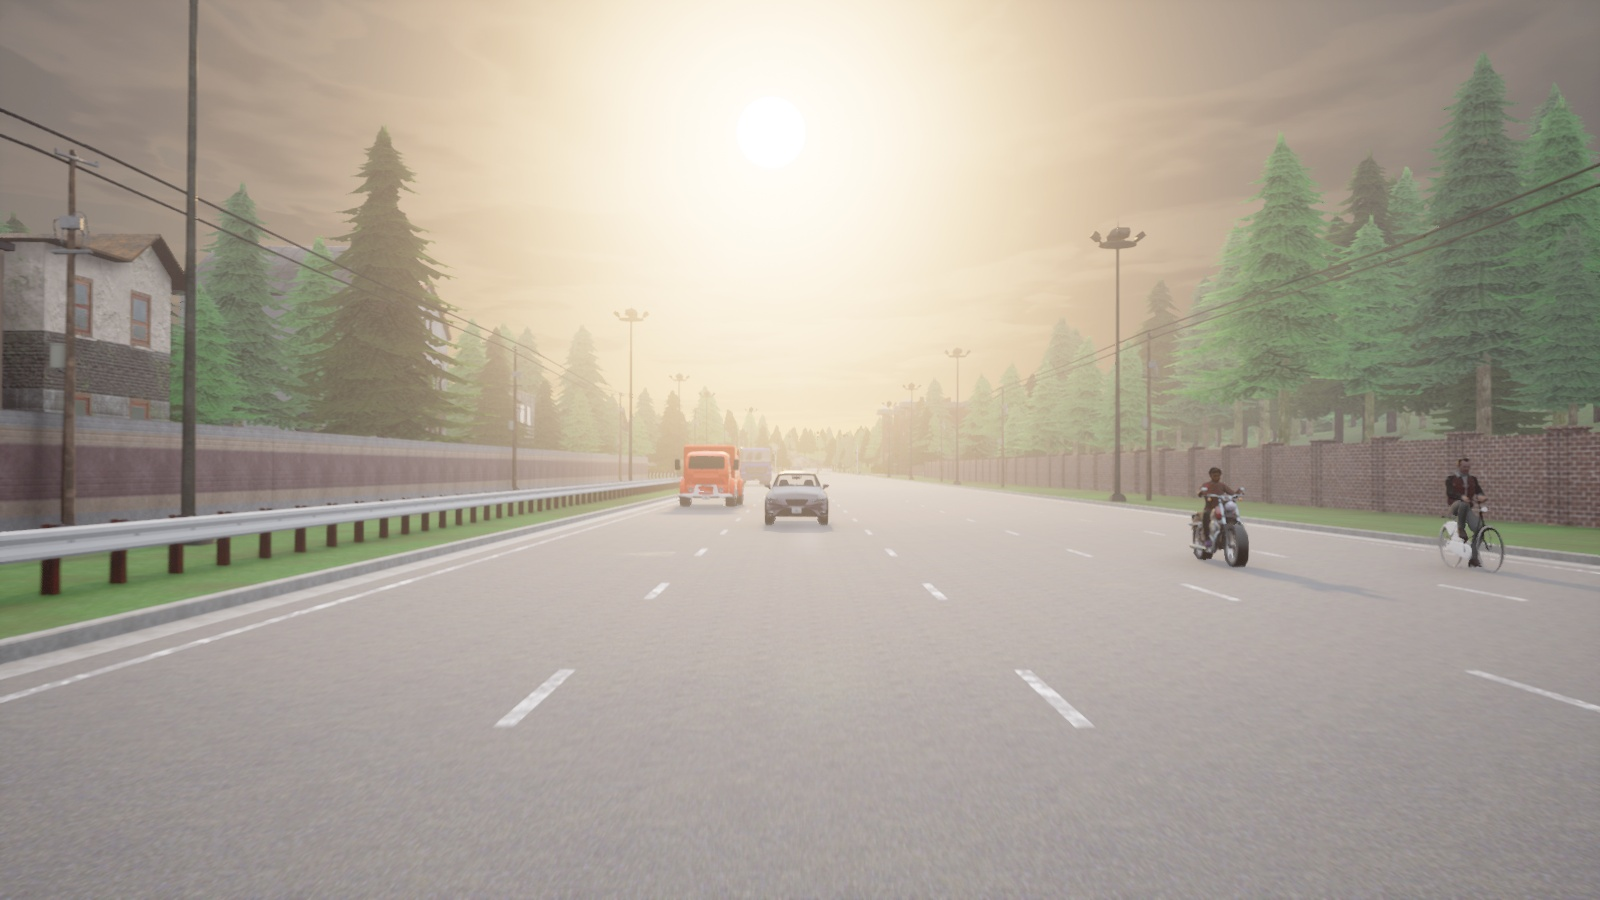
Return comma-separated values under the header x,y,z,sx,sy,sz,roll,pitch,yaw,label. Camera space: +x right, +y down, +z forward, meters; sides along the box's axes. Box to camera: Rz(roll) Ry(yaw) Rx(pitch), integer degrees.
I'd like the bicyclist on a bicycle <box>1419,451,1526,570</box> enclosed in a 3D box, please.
x,y,z,sx,sy,sz,roll,pitch,yaw,label
10.453,0.913,19.584,0.659,1.776,1.843,0,-1,0,bicyclist on a bicycle

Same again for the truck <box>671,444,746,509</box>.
x,y,z,sx,sy,sz,roll,pitch,yaw,label
-3.623,1.052,50.776,2.627,2.467,5.204,0,-1,0,truck

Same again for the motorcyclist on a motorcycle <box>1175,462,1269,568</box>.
x,y,z,sx,sy,sz,roll,pitch,yaw,label
6.952,1.025,20.817,0.766,1.649,2.350,0,-1,0,motorcyclist on a motorcycle

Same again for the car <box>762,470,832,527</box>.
x,y,z,sx,sy,sz,roll,pitch,yaw,label
-0.084,1.316,35.101,1.816,1.474,4.193,0,-1,0,car
